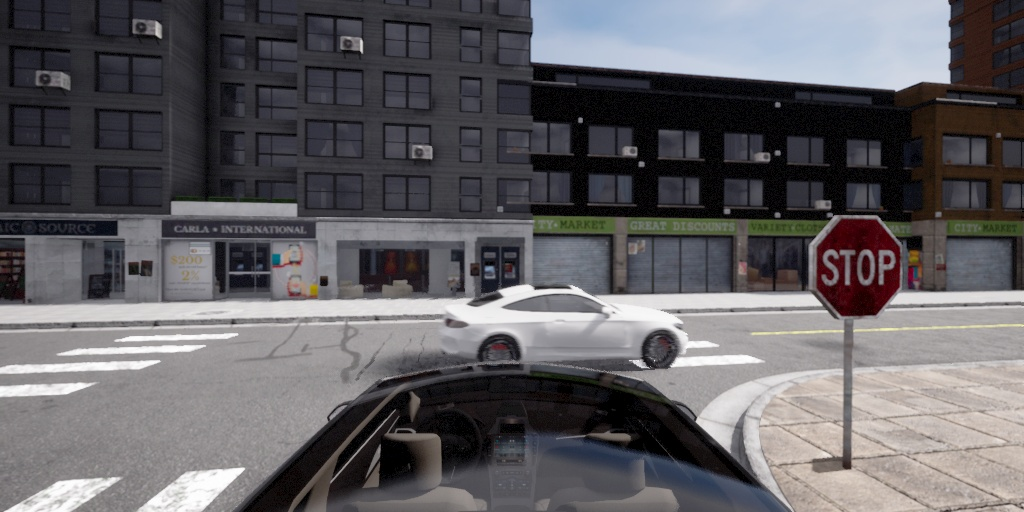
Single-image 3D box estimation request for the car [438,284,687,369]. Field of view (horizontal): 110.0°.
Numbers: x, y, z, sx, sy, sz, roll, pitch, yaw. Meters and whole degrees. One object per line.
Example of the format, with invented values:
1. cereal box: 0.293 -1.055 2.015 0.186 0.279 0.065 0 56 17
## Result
1. car: 0.951 1.276 6.953 4.674 1.442 1.812 0 0 -8
